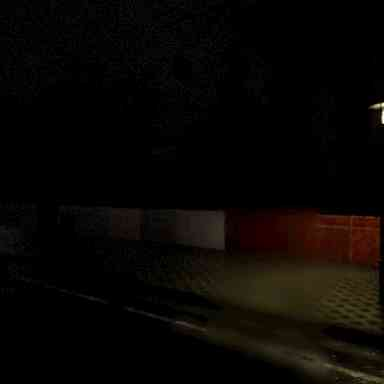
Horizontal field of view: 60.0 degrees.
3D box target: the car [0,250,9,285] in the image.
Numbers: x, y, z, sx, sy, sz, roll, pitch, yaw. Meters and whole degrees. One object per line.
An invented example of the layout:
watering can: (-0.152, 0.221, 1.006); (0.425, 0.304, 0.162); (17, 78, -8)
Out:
car: (-6.394, 1.592, 8.245); (4.181, 1.385, 1.994); (0, 0, 36)
